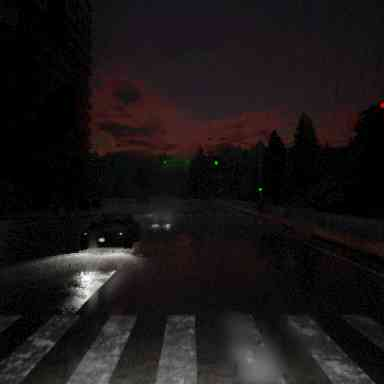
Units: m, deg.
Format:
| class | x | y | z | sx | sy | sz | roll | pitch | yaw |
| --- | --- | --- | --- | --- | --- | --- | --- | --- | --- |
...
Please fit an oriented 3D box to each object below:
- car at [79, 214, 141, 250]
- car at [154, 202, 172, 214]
| class | x | y | z | sx | sy | sz | roll | pitch | yaw |
| --- | --- | --- | --- | --- | --- | --- | --- | --- | --- |
| car | -3.493 | 1.685 | 14.868 | 1.994 | 1.385 | 4.181 | 0 | 0 | 0 |
| car | -3.438 | 1.866 | 40.071 | 1.895 | 1.301 | 4.718 | 0 | 0 | 1 |
